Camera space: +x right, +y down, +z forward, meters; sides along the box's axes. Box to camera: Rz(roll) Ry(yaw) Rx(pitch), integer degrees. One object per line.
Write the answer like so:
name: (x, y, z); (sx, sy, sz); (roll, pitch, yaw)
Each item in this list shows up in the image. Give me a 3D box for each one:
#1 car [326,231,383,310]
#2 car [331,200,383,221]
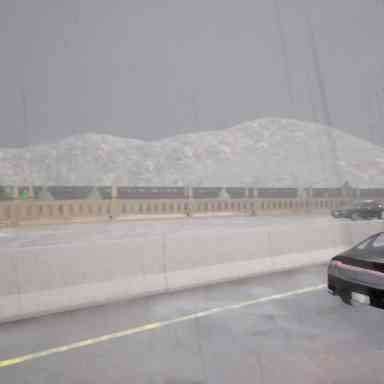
car: (4.770, 1.476, 6.526); (4.902, 1.511, 2.128); (0, 0, -31)
car: (13.279, 1.435, 26.268); (4.892, 1.490, 1.837); (0, 0, -20)
